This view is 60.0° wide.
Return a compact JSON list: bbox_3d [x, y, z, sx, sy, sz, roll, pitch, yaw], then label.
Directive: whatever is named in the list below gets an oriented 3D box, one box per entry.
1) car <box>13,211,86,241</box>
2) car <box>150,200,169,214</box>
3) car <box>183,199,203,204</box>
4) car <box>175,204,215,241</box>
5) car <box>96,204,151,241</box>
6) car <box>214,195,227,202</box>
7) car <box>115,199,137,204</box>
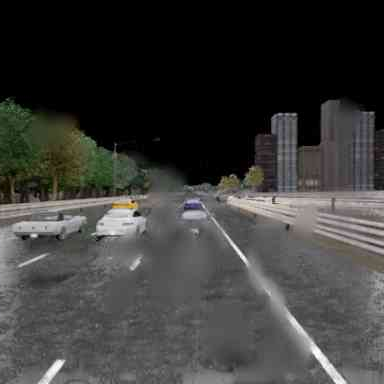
[{"bbox_3d":[-6.892,1.603,16.742,1.895,1.301,4.718,0,0,0],"label":"car"},{"bbox_3d":[-3.386,1.507,34.382,1.812,1.442,4.674,0,0,0],"label":"car"},{"bbox_3d":[0.115,1.458,34.719,1.882,1.535,5.008,0,0,0],"label":"car"},{"bbox_3d":[0.121,1.528,16.524,1.812,1.442,4.674,0,0,0],"label":"car"},{"bbox_3d":[-3.393,1.528,16.538,1.812,1.442,4.674,0,0,0],"label":"car"},{"bbox_3d":[6.468,1.453,75.360,2.033,1.411,5.357,0,0,-9],"label":"car"},{"bbox_3d":[-6.886,1.458,34.693,1.882,1.535,5.008,0,0,0],"label":"car"}]
